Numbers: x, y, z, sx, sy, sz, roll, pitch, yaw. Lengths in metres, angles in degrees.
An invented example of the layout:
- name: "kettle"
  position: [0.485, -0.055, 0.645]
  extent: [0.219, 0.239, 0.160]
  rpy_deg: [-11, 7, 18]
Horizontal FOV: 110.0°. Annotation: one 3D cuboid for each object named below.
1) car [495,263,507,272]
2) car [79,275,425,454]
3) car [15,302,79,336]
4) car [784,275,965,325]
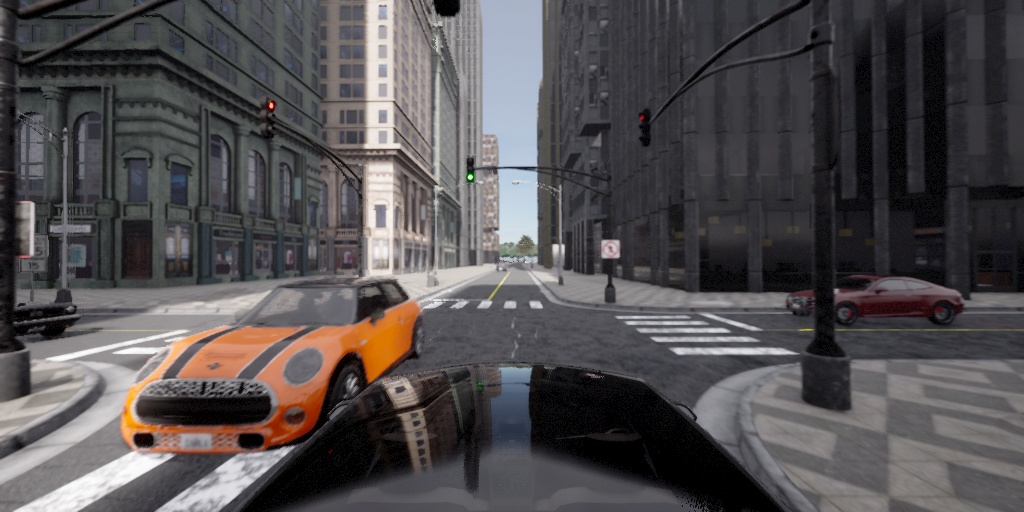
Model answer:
- name: "car"
  position: [-1.860, 2.061, 62.727]
  extent: [2.128, 1.511, 4.902]
  rpy_deg: [0, -1, 1]
- name: "car"
  position: [-2.893, 1.151, 5.575]
  extent: [2.097, 1.767, 4.553]
  rpy_deg: [0, -1, 1]
- name: "car"
  position: [-13.753, 1.485, 8.735]
  extent: [4.718, 1.301, 1.895]
  rpy_deg: [0, -1, 0]
- name: "car"
  position: [11.391, 1.329, 11.418]
  extent: [4.674, 1.442, 1.812]
  rpy_deg: [0, -1, 1]
